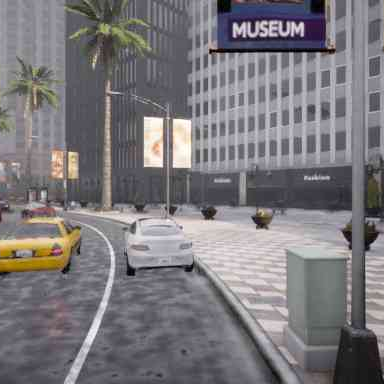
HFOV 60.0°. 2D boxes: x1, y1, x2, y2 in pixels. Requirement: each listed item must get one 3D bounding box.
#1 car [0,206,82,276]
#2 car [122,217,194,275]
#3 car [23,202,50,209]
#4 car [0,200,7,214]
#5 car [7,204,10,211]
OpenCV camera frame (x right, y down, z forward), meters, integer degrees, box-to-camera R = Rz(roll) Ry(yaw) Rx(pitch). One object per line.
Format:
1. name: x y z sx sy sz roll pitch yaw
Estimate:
1. car: -4.573 1.451 10.441 1.801 1.575 5.366 0 0 -13
2. car: -1.175 1.524 10.451 1.812 1.442 4.674 0 0 -13
3. car: -12.546 1.513 27.034 1.812 1.442 4.674 0 0 -38
4. car: -16.417 1.461 26.346 1.882 1.535 5.008 0 0 -39
5. car: -22.743 1.578 38.413 1.895 1.301 4.718 0 0 -44
